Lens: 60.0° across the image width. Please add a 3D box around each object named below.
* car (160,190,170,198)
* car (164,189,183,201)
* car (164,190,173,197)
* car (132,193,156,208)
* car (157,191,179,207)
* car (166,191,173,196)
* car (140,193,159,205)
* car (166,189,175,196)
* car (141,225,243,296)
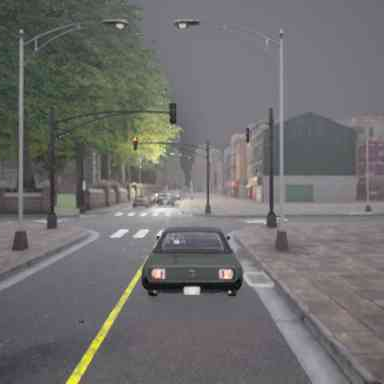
[{"bbox_3d":[-5.761,0.476,71.253,1.967,1.590,4.097,1,1,0],"label":"car"},{"bbox_3d":[-3.085,0.567,55.986,2.097,1.767,4.553,0,1,0],"label":"car"},{"bbox_3d":[-5.850,0.359,82.153,1.967,1.590,4.097,1,1,0],"label":"car"},{"bbox_3d":[-5.512,1.018,36.872,2.008,1.369,4.403,1,1,0],"label":"car"},{"bbox_3d":[-2.974,0.928,39.235,2.128,1.511,4.902,0,1,0],"label":"car"},{"bbox_3d":[-5.895,0.392,87.434,1.752,1.417,4.829,1,1,0],"label":"car"},{"bbox_3d":[-5.542,0.922,44.007,2.008,1.369,4.403,1,1,0],"label":"car"},{"bbox_3d":[-5.936,0.128,93.052,2.192,1.841,5.009,1,1,0],"label":"car"},{"bbox_3d":[0.027,1.476,8.251,1.895,1.301,4.718,0,1,1],"label":"car"}]
